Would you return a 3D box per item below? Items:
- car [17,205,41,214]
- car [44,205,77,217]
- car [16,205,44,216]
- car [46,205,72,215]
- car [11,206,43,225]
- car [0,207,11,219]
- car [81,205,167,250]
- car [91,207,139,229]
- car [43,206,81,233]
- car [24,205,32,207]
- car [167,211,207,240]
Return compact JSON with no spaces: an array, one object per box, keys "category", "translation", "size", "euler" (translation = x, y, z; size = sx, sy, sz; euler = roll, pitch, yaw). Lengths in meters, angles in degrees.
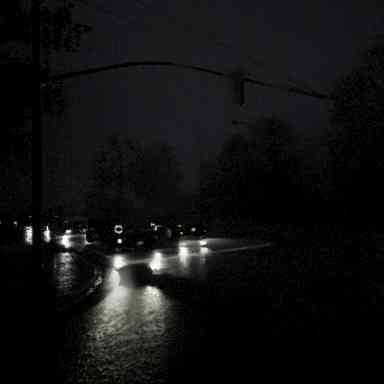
[{"category":"car","translation":[-28.265,3.039,57.509],"size":[4.181,1.385,1.994],"euler":[-2,-1,36]},{"category":"car","translation":[-17.290,2.513,43.627],"size":[5.357,1.411,2.033],"euler":[-2,-1,44]},{"category":"car","translation":[-24.449,2.762,50.094],"size":[4.892,1.490,1.837],"euler":[-2,-1,40]},{"category":"car","translation":[-20.482,2.740,51.264],"size":[4.181,1.385,1.994],"euler":[-2,-1,41]},{"category":"car","translation":[-14.654,2.254,30.441],"size":[1.895,1.301,4.718],"euler":[0,-2,-41]},{"category":"car","translation":[-21.716,2.453,38.036],"size":[5.008,1.535,1.882],"euler":[-3,-2,45]},{"category":"car","translation":[-3.296,1.515,15.300],"size":[2.097,1.767,4.553],"euler":[0,-1,-33]},{"category":"car","translation":[-5.906,1.917,25.109],"size":[1.994,1.385,4.181],"euler":[0,-1,-37]},{"category":"car","translation":[-8.388,1.886,22.604],"size":[1.812,1.442,4.674],"euler":[0,-1,-37]},{"category":"car","translation":[-18.997,2.473,40.253],"size":[4.674,1.442,1.812],"euler":[-2,-1,45]},{"category":"car","translation":[-1.039,1.727,18.254],"size":[1.994,1.385,4.181],"euler":[0,-1,-35]}]
